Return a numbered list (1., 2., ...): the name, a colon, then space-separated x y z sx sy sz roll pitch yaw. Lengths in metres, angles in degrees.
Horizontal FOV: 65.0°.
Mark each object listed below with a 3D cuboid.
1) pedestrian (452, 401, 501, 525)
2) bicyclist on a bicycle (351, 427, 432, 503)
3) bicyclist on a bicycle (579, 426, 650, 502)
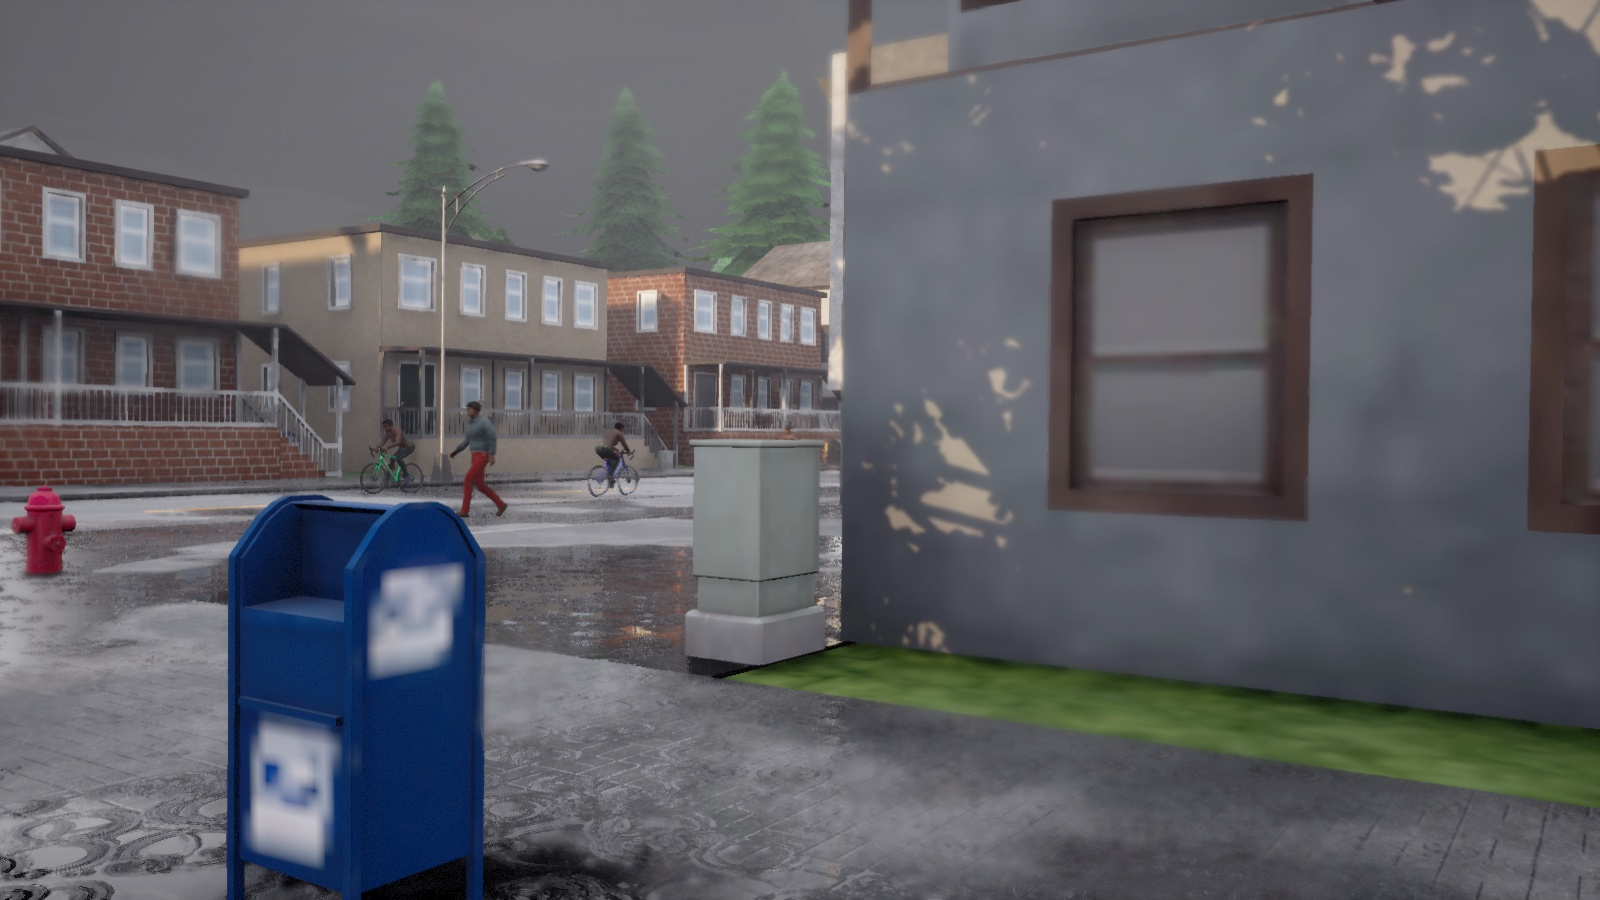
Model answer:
1. pedestrian: -4.904 0.185 19.058 0.614 1.847 0.353 -1 1 -38
2. bicyclist on a bicycle: -8.895 0.326 27.412 0.582 1.620 1.656 0 0 35
3. bicyclist on a bicycle: -4.055 0.294 27.517 0.582 1.620 1.656 0 1 33
